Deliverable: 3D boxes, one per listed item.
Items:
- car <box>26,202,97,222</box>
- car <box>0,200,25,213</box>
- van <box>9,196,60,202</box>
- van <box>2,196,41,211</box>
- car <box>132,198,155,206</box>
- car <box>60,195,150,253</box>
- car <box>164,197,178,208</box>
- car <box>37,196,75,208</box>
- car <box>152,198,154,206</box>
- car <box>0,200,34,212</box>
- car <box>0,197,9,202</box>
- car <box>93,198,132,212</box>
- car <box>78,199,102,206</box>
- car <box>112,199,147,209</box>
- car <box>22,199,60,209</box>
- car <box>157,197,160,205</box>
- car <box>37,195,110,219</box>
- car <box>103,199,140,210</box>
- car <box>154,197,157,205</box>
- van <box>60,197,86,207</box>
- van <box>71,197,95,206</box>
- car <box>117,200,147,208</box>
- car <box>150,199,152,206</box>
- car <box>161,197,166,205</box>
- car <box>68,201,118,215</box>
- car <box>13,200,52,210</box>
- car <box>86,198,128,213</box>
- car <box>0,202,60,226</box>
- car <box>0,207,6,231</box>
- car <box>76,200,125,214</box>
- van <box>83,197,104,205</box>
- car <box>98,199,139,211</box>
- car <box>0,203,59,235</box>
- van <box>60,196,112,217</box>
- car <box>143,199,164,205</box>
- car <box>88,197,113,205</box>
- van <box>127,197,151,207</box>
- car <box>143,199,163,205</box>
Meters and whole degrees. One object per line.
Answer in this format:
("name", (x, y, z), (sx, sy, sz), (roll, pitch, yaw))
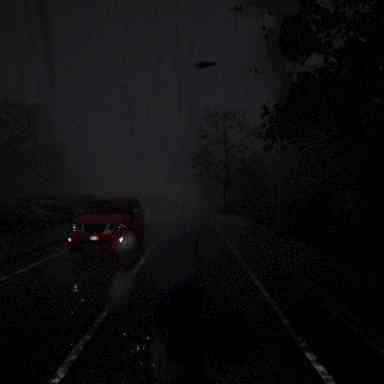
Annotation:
("car", (-10.342, 1.537, 26.634), (4.792, 1.488, 2.163), (0, -1, 0))
("car", (-23.378, 1.721, 40.622), (5.008, 1.535, 2.097), (0, -1, 0))
("van", (-10.198, 1.278, 23.852), (4.442, 1.987, 1.878), (0, 0, 0))
("van", (-23.496, 1.590, 46.040), (4.442, 1.987, 1.878), (0, -1, 0))
("car", (-10.315, 2.127, 71.020), (4.553, 1.767, 2.185), (0, -1, 0))
("car", (-3.348, 1.229, 14.124), (2.150, 2.045, 5.566), (0, 0, 0))
("car", (-3.330, 2.038, 57.279), (1.812, 1.442, 4.674), (0, -1, 0))
("car", (-23.344, 1.759, 57.246), (5.566, 2.045, 2.435), (0, -1, 0))
("car", (-10.260, 2.135, 62.693), (4.792, 1.488, 2.163), (0, -1, 0))
("car", (-23.379, 1.810, 43.392), (4.674, 1.452, 2.002), (0, -1, 0))
("car", (-23.357, 1.420, 37.732), (5.566, 2.045, 2.435), (0, -1, 0))
("car", (-10.270, 1.642, 43.265), (4.553, 1.767, 2.185), (0, -1, 0))
("car", (-23.389, 2.395, 76.495), (4.792, 1.488, 2.163), (0, -1, 0))
("car", (-10.109, 1.958, 54.366), (5.366, 1.575, 1.946), (0, -1, 0))
("car", (-23.371, 1.914, 51.701), (5.008, 1.535, 2.097), (0, -1, 0))
("car", (-10.276, 2.308, 73.797), (4.892, 1.521, 2.231), (0, -1, 0))
("car", (-10.339, 1.275, 29.388), (5.566, 2.045, 2.435), (0, -1, 0))
("car", (-10.292, 1.865, 48.815), (4.892, 1.521, 2.231), (0, -1, 0))
("car", (-10.315, 2.231, 68.245), (4.792, 1.488, 2.163), (0, -1, 0))
("van", (-23.484, 1.929, 65.554), (4.442, 1.987, 1.878), (0, -1, 0))
("van", (-23.255, 2.028, 71.109), (4.442, 1.987, 1.878), (0, -1, 0))
("car", (-10.264, 2.038, 57.141), (4.792, 1.488, 2.163), (0, -1, 0))
("car", (-10.262, 2.087, 59.917), (4.792, 1.488, 2.163), (0, -1, 0))
("car", (-10.089, 2.573, 84.887), (5.366, 1.575, 1.946), (0, -2, 0))
("car", (-10.310, 1.663, 34.935), (4.674, 1.452, 2.002), (0, -1, 0))
("car", (-23.381, 1.904, 48.806), (4.674, 1.452, 2.002), (0, -1, 0))
("car", (-10.272, 1.594, 40.490), (4.553, 1.767, 2.185), (0, -1, 0))
("car", (-10.319, 1.541, 21.075), (4.674, 1.452, 2.002), (0, 0, 0))
("car", (-10.327, 1.490, 12.747), (5.008, 1.535, 2.097), (0, 0, 0))
("car", (-10.300, 1.671, 37.711), (5.008, 1.535, 2.097), (0, -1, 0))
("van", (-23.475, 2.206, 79.271), (4.442, 1.987, 1.878), (0, -1, 0))
("car", (-10.114, 1.813, 46.039), (5.366, 1.575, 1.946), (0, -1, 0))
("car", (-10.288, 1.527, 18.298), (4.792, 1.488, 2.163), (0, 0, 0))
("van", (-10.192, 1.349, 32.164), (4.442, 1.987, 1.878), (0, -1, 0))
("car", (-10.457, 2.718, 90.438), (5.366, 1.575, 1.946), (0, -1, 0))
("car", (-23.383, 2.326, 84.934), (5.566, 2.045, 2.435), (0, -1, 0))
("van", (-10.404, 1.928, 65.473), (4.442, 1.987, 1.878), (0, -1, 0))
("car", (-10.279, 2.650, 87.662), (4.892, 1.521, 2.231), (0, -1, 0))
